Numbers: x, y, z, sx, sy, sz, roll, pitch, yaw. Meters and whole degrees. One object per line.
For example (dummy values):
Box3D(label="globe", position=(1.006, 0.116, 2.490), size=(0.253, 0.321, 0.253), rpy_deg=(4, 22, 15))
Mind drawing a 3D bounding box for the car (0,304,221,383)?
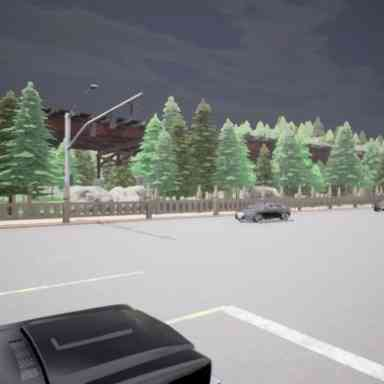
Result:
Box3D(label="car", position=(-2.077, 1.601, 2.284), size=(4.718, 1.301, 1.895), rpy_deg=(0, 0, -35))

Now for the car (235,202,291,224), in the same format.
Box3D(label="car", position=(5.388, 1.491, 25.031), size=(4.902, 1.511, 2.128), rpy_deg=(0, 0, -36))

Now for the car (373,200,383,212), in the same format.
Box3D(label="car", position=(22.016, 1.504, 36.889), size=(4.892, 1.490, 1.837), rpy_deg=(0, 0, -35))
